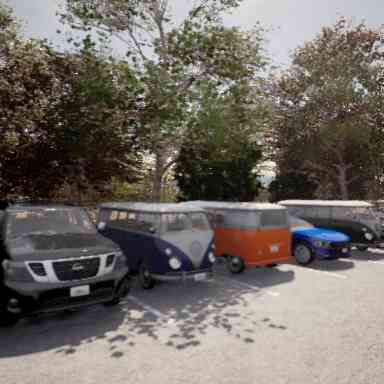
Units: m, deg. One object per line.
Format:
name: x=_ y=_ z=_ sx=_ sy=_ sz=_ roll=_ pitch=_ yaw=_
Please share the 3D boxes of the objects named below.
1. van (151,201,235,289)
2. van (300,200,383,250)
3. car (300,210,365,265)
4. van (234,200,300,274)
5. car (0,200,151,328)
van: x=-1.103 y=1.289 z=9.136 sx=1.878 sy=1.987 sz=4.442 roll=1 pitch=0 yaw=-36
van: x=5.665 y=1.360 z=13.985 sx=1.878 sy=1.987 sz=4.442 roll=1 pitch=0 yaw=-36
car: x=3.332 y=1.560 z=12.456 sx=2.097 sy=1.535 sz=5.008 roll=1 pitch=0 yaw=-36
van: x=1.015 y=1.312 z=10.936 sx=1.878 sy=1.987 sz=4.442 roll=1 pitch=0 yaw=-36
car: x=-3.407 y=1.241 z=7.597 sx=2.435 sy=2.045 sz=5.566 roll=1 pitch=0 yaw=-36
